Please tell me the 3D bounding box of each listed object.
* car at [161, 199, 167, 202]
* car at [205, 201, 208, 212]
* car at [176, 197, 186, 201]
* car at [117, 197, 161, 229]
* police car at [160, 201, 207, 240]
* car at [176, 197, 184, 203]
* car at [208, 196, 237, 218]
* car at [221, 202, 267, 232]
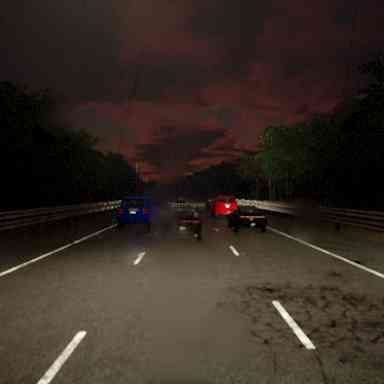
[{"bbox_3d":[-4.412,1.806,49.375,2.033,1.411,5.357,0,0,-3],"label":"car"},{"bbox_3d":[2.691,1.710,42.771,2.128,1.511,4.902,0,0,-2],"label":"car"},{"bbox_3d":[-2.433,1.953,75.173,2.033,1.411,5.357,0,0,-4],"label":"car"},{"bbox_3d":[-3.615,1.335,22.728,2.150,2.045,5.566,0,0,-1],"label":"car"},{"bbox_3d":[-0.576,1.511,17.653,1.930,1.638,5.238,0,0,-4],"label":"police car"},{"bbox_3d":[-3.075,1.950,84.731,1.882,1.535,5.008,0,0,-4],"label":"car"},{"bbox_3d":[3.044,1.380,31.728,2.150,2.045,5.566,0,0,-2],"label":"car"},{"bbox_3d":[3.299,1.592,20.620,2.128,1.511,4.902,0,0,-1],"label":"car"}]
